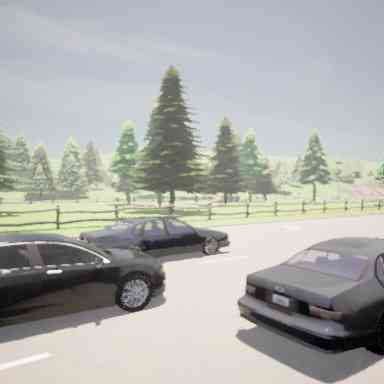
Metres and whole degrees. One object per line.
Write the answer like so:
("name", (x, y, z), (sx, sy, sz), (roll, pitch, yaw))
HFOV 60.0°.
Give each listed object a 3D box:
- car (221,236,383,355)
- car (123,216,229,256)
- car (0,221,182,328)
("car", (3.277, 1.555, 6.084), (5.357, 1.411, 2.033), (0, 0, -35))
("car", (-1.168, 1.555, 11.511), (5.357, 1.411, 2.033), (0, 0, -35))
("car", (-2.772, 1.506, 6.083), (4.892, 1.490, 1.837), (0, 0, -35))
